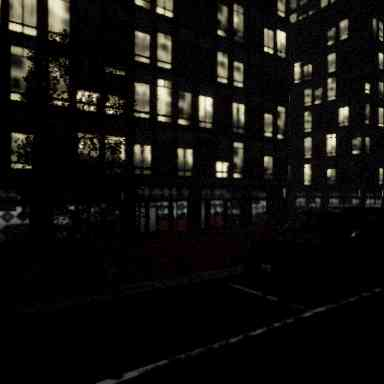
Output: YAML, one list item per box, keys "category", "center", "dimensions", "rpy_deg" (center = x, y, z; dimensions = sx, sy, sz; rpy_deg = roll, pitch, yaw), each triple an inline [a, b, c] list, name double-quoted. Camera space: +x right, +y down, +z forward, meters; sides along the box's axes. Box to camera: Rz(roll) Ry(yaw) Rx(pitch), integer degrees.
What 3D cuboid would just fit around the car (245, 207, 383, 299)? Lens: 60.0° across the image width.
- category: "car"
  center: [3.670, 1.339, 8.714]
  dimensions: [5.009, 1.841, 2.192]
  rpy_deg: [0, 0, -35]
